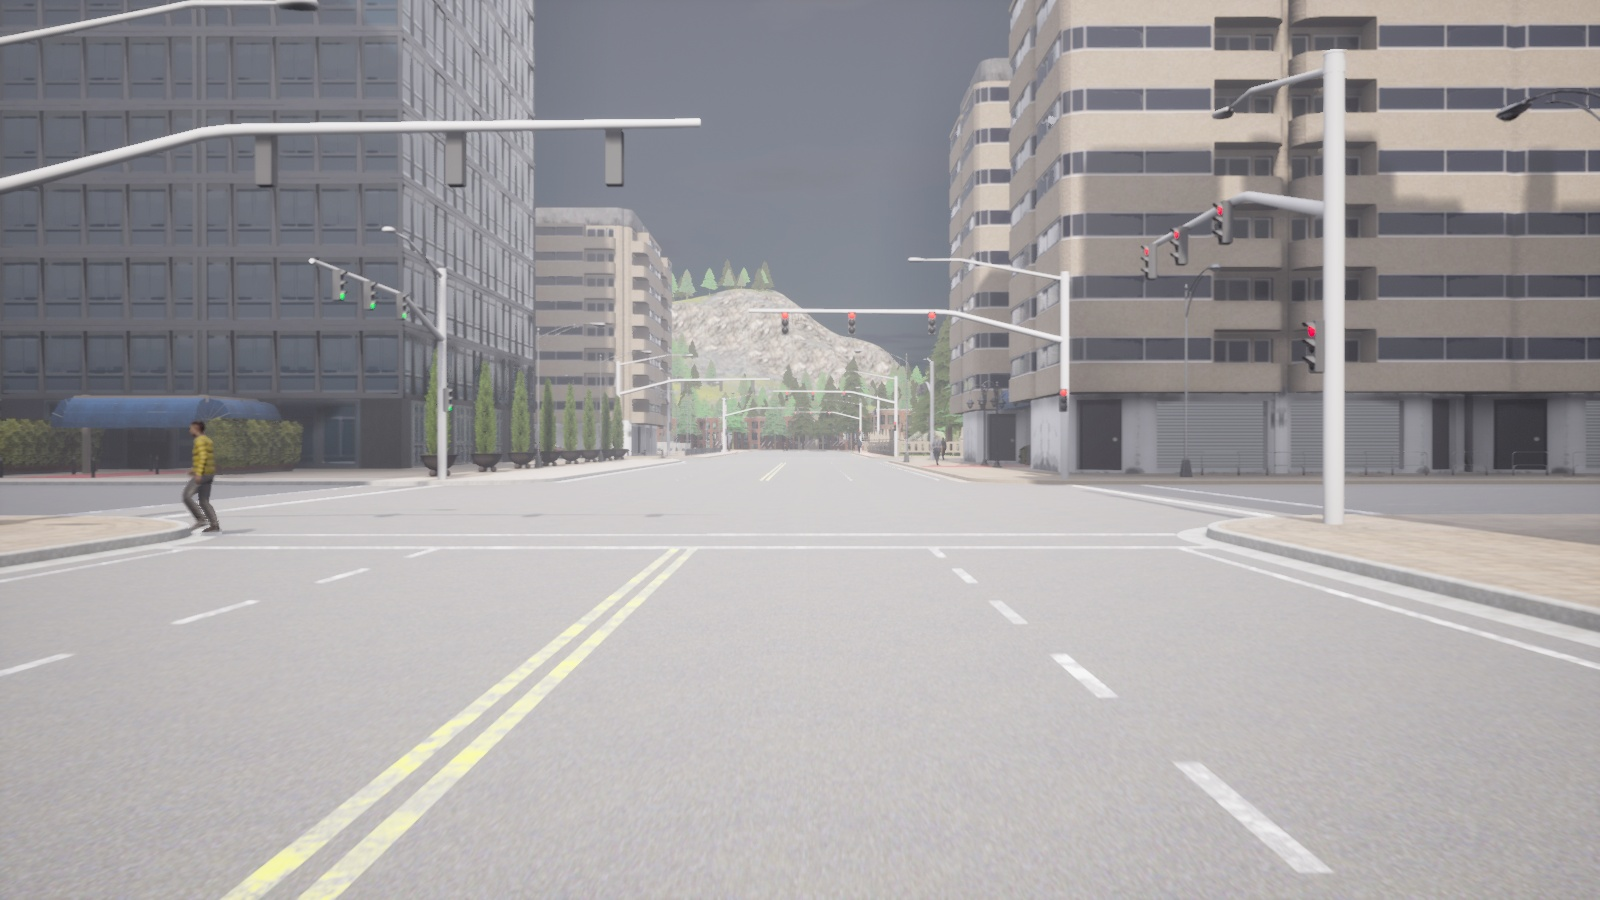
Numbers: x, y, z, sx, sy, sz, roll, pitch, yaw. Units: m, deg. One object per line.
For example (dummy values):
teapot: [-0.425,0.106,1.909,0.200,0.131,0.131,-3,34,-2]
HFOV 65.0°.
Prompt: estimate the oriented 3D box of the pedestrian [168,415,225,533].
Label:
pedestrian: [-9.574,0.377,19.930,0.709,1.840,0.431,0,0,-4]

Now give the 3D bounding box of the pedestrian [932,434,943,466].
pedestrian: [8.051,-0.009,73.504,0.540,1.848,0.694,0,0,1]
